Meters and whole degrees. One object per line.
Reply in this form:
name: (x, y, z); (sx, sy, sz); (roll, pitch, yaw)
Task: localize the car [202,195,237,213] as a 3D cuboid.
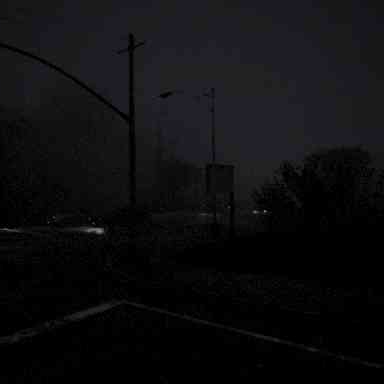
car: (3.604, 1.481, 42.633); (2.150, 2.045, 5.566); (-1, 0, 39)

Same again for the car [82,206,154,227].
car: (-5.392, 1.838, 25.826); (2.033, 1.411, 5.357); (-1, -1, 39)

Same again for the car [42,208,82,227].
car: (-9.346, 1.945, 26.489); (1.895, 1.301, 4.718); (-1, -1, 39)
